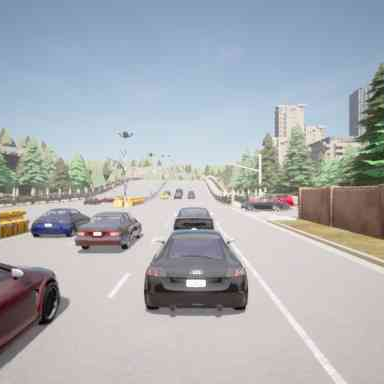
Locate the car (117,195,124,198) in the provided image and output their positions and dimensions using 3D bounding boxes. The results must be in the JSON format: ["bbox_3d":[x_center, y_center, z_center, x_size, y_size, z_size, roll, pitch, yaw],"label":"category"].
[{"bbox_3d":[-17.619,1.453,79.806,1.895,1.301,4.718,0,1,0],"label":"car"}]

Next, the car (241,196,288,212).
[{"bbox_3d":[8.174,1.492,38.997,4.902,1.511,2.128,0,0,-3],"label":"car"}]

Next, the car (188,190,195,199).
[{"bbox_3d":[-0.166,1.071,87.428,1.994,1.385,4.181,0,4,0],"label":"car"}]

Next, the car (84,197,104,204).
[{"bbox_3d":[-17.598,1.564,58.680,1.994,1.385,4.181,0,0,0],"label":"car"}]

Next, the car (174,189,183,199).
[{"bbox_3d":[-3.663,0.903,86.963,2.097,1.767,4.553,0,3,0],"label":"car"}]

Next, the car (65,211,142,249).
[{"bbox_3d":[-3.403,1.547,14.446,2.033,1.411,5.357,0,0,0],"label":"car"}]

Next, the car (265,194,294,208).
[{"bbox_3d":[10.197,1.221,42.691,5.566,2.045,2.150,0,0,0],"label":"car"}]

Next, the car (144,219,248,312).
[{"bbox_3d":[0.091,1.564,7.813,1.994,1.385,4.181,0,0,1],"label":"car"}]

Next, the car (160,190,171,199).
[{"bbox_3d":[-7.164,1.024,86.978,1.882,1.535,5.008,0,3,0],"label":"car"}]

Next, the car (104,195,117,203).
[{"bbox_3d":[-17.554,1.594,68.750,1.895,1.301,4.718,0,0,0],"label":"car"}]

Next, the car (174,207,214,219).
[{"bbox_3d":[0.090,1.478,16.803,1.882,1.535,5.008,0,0,0],"label":"car"}]

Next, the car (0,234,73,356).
[{"bbox_3d":[-3.404,1.564,4.469,1.994,1.385,4.181,0,0,0],"label":"car"}]

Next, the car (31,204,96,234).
[{"bbox_3d":[-6.912,1.564,18.007,1.994,1.385,4.181,0,0,0],"label":"car"}]
